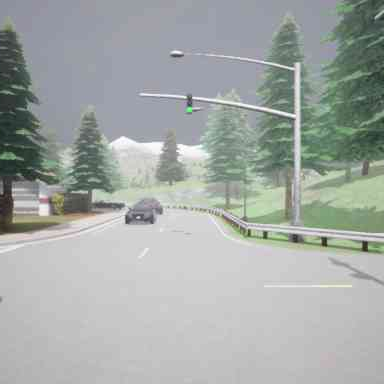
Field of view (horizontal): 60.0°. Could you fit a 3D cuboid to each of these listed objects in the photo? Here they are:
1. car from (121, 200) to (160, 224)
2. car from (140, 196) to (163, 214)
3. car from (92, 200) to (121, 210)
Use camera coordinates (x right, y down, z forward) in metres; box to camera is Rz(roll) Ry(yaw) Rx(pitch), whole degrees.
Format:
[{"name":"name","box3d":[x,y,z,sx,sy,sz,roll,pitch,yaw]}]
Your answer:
[{"name":"car","box3d":[-3.718,1.564,24.694,1.994,1.385,4.181,0,0,-2]},{"name":"car","box3d":[-4.450,1.352,34.492,2.097,1.767,4.553,0,0,-19]},{"name":"car","box3d":[-10.943,1.607,42.299,4.718,1.301,1.895,0,0,15]}]
